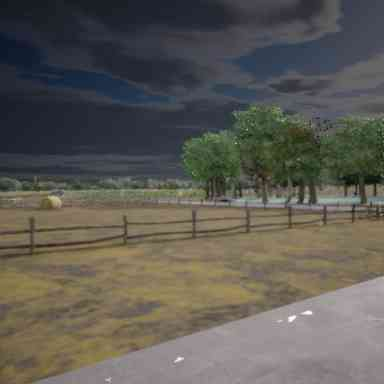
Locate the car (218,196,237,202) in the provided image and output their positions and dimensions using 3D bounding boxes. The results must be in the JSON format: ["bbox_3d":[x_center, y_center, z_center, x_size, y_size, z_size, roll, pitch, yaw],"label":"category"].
[{"bbox_3d":[7.265,1.489,68.473,2.128,1.511,4.902,-3,1,-35],"label":"car"}]
